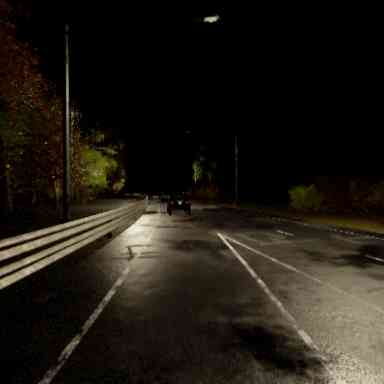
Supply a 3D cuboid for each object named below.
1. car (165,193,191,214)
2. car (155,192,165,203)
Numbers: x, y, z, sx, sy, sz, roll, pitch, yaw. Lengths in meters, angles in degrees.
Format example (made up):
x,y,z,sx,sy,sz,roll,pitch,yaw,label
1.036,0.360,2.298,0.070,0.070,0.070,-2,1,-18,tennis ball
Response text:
x,y,z,sx,sy,sz,roll,pitch,yaw,label
-1.381,1.127,33.641,2.150,2.045,5.566,0,0,-6,car
-5.417,1.290,64.046,2.033,1.411,5.357,0,0,-11,car
